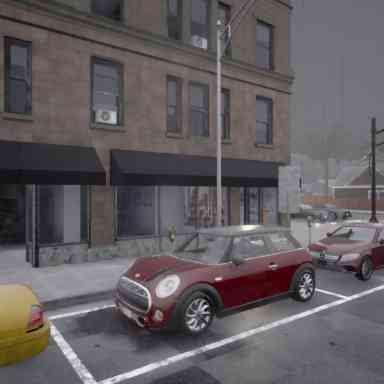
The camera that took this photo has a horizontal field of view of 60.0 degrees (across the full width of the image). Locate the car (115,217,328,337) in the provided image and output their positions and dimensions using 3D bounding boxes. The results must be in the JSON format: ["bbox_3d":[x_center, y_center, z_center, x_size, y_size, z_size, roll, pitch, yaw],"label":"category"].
[{"bbox_3d":[0.567,1.440,6.596,4.097,1.590,1.967,0,0,-36],"label":"car"}]

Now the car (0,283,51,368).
[{"bbox_3d":[-4.059,1.525,3.284,4.829,1.417,1.752,0,0,-36],"label":"car"}]

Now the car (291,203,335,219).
[{"bbox_3d":[8.747,1.623,27.047,1.812,1.442,4.674,0,0,-36],"label":"car"}]

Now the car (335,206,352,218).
[{"bbox_3d":[11.516,1.658,28.759,1.994,1.385,4.181,0,0,-36],"label":"car"}]

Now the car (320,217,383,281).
[{"bbox_3d":[5.054,1.582,9.809,4.206,1.307,1.802,0,0,-36],"label":"car"}]
